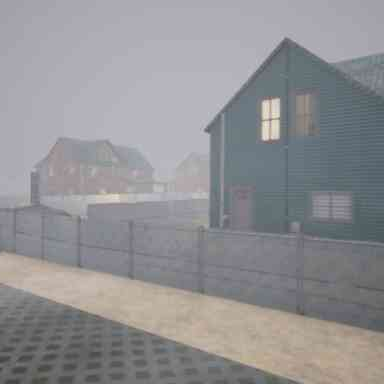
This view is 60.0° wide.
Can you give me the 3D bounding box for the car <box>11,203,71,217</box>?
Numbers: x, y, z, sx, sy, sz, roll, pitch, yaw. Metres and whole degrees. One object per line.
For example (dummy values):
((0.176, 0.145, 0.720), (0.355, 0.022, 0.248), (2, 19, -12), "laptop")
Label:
((-9.608, 1.369, 20.405), (1.994, 1.385, 4.181), (1, 1, 35), "car")
